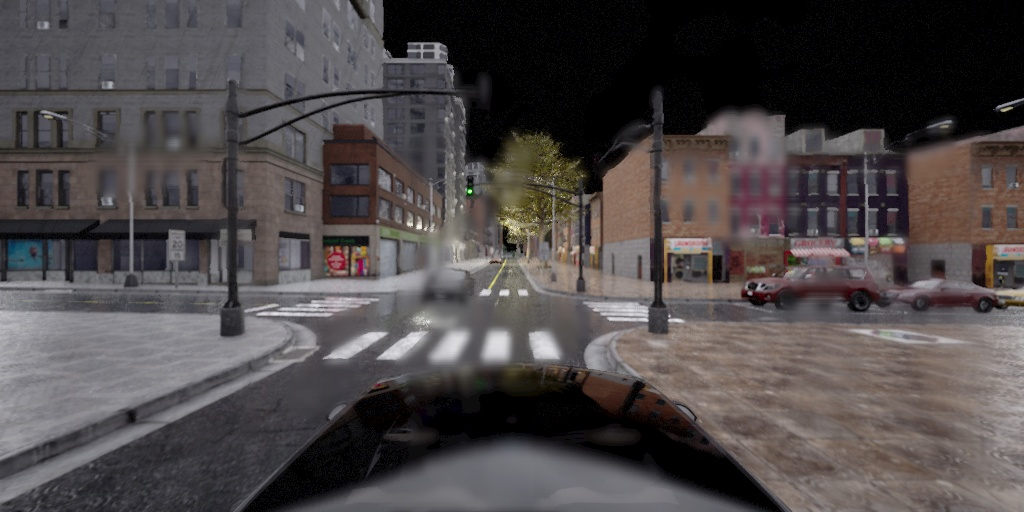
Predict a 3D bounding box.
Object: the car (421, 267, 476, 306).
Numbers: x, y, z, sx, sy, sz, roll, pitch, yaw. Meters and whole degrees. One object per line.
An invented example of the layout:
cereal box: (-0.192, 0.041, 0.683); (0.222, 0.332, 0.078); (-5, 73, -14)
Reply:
car: (-2.756, 1.303, 16.361); (1.882, 1.535, 5.008); (1, 0, 0)

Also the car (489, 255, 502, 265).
car: (-2.795, 0.657, 62.798); (2.097, 1.767, 4.553); (0, 1, 0)

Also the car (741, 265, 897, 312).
car: (12.693, 1.315, 15.347); (5.009, 1.841, 2.192); (0, 0, 0)

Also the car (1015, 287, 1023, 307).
car: (23.327, 1.679, 15.371); (4.829, 1.417, 1.751); (0, 0, 0)

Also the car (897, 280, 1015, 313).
car: (18.095, 1.659, 15.359); (4.207, 1.307, 1.802); (0, 0, 0)
